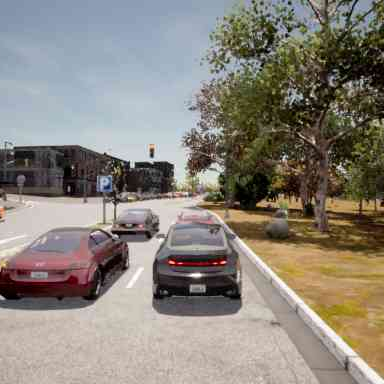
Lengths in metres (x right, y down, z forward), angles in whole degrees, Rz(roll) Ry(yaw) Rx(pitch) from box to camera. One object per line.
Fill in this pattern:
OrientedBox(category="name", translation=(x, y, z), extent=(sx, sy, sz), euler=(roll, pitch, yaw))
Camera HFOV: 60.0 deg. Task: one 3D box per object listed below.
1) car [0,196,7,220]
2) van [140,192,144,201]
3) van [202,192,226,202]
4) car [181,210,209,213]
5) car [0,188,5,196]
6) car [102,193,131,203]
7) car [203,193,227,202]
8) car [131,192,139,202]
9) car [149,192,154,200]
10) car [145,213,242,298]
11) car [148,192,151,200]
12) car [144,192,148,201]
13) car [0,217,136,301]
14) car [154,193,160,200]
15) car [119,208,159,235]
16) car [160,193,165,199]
OrientedBox(category="car", translation=(-16.632, 1.404, 24.997), extent=(4.553, 1.767, 2.185), euler=(-1, 0, -19))
OrientedBox(category="van", translation=(-13.255, 1.093, 71.788), extent=(4.442, 1.987, 1.878), euler=(-1, 0, -14))
OrientedBox(category="van", translation=(4.270, 1.043, 65.402), extent=(4.442, 1.987, 1.878), euler=(1, 0, -14))
OrientedBox(category="car", translation=(0.155, 1.625, 17.749), extent=(1.895, 1.301, 4.718), euler=(0, 0, 0))
OrientedBox(category="car", translation=(-31.175, 0.137, 53.669), extent=(2.002, 1.452, 4.674), euler=(6, -3, -19))
OrientedBox(category="car", translation=(-14.457, 1.359, 62.804), extent=(4.792, 1.488, 2.163), euler=(-1, 0, -15))
OrientedBox(category="car", translation=(4.653, 1.142, 68.372), extent=(4.553, 1.767, 2.185), euler=(1, 0, -14))
OrientedBox(category="car", translation=(-13.812, 1.316, 65.796), extent=(5.366, 1.575, 1.946), euler=(-1, 0, -15))
OrientedBox(category="car", translation=(-12.284, 1.359, 80.756), extent=(4.674, 1.452, 2.002), euler=(-1, 0, -13))
OrientedBox(category="car", translation=(0.107, 1.515, 8.481), extent=(1.837, 1.490, 4.892), euler=(0, 0, 0))
OrientedBox(category="car", translation=(-12.655, 1.360, 77.755), extent=(4.674, 1.452, 2.002), euler=(-1, 0, -13))
OrientedBox(category="car", translation=(-13.027, 1.322, 74.759), extent=(4.892, 1.521, 2.231), euler=(-1, 0, -14))
OrientedBox(category="car", translation=(-2.903, 1.574, 8.434), extent=(1.994, 1.385, 4.181), euler=(0, 0, 1))
OrientedBox(category="car", translation=(-11.470, 1.358, 86.739), extent=(4.674, 1.452, 2.002), euler=(-1, 0, -12))
OrientedBox(category="car", translation=(-2.848, 1.572, 17.654), extent=(2.033, 1.411, 5.357), euler=(0, 0, 1))
OrientedBox(category="car", translation=(-11.020, 1.065, 89.745), extent=(5.566, 2.045, 2.435), euler=(-1, 0, -12))
